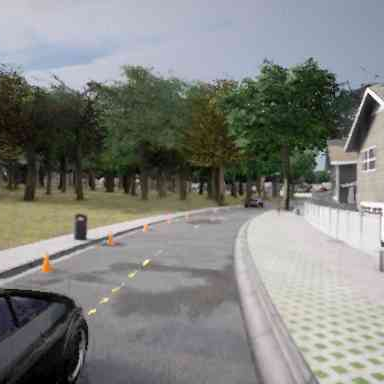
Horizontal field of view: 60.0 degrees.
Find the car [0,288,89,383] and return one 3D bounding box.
[{"bbox_3d":[-2.335,1.557,2.529,1.994,1.385,4.181,0,0,2],"label":"car"}]

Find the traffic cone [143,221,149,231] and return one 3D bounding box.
[{"bbox_3d":[-2.706,1.993,19.502,0.340,0.580,0.340,0,0,10],"label":"traffic cone"}]

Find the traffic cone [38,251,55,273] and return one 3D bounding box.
[{"bbox_3d":[-4.095,1.953,9.373,0.340,0.580,0.340,0,0,5],"label":"traffic cone"}]

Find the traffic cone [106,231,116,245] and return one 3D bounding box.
[{"bbox_3d":[-3.517,1.972,14.454,0.340,0.580,0.340,0,0,8],"label":"traffic cone"}]

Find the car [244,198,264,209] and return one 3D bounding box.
[{"bbox_3d":[8.977,1.643,47.929,1.882,1.535,5.008,0,0,26],"label":"car"}]

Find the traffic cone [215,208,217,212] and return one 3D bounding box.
[{"bbox_3d":[2.815,2.078,39.166,0.340,0.580,0.340,0,0,21],"label":"traffic cone"}]

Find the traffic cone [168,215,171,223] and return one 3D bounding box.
[{"bbox_3d":[-1.665,2.014,24.508,0.340,0.580,0.340,0,0,13],"label":"traffic cone"}]

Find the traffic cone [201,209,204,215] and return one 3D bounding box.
[{"bbox_3d":[1.098,2.056,34.351,0.340,0.580,0.340,0,0,18],"label":"traffic cone"}]
